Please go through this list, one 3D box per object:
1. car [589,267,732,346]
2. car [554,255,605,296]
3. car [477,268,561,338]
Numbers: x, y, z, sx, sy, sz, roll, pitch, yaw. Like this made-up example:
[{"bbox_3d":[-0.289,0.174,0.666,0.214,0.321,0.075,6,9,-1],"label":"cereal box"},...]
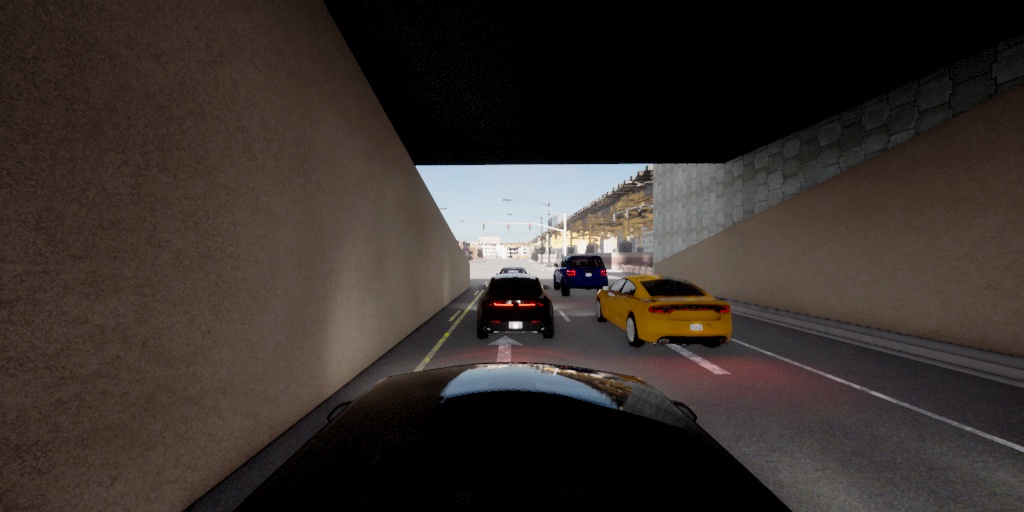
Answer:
[{"bbox_3d":[3.573,1.226,9.413,1.882,1.535,5.008,0,0,0],"label":"car"},{"bbox_3d":[3.567,0.968,19.382,2.150,2.045,5.566,0,0,0],"label":"car"},{"bbox_3d":[0.076,1.253,10.211,1.837,1.490,4.892,0,0,0],"label":"car"}]
